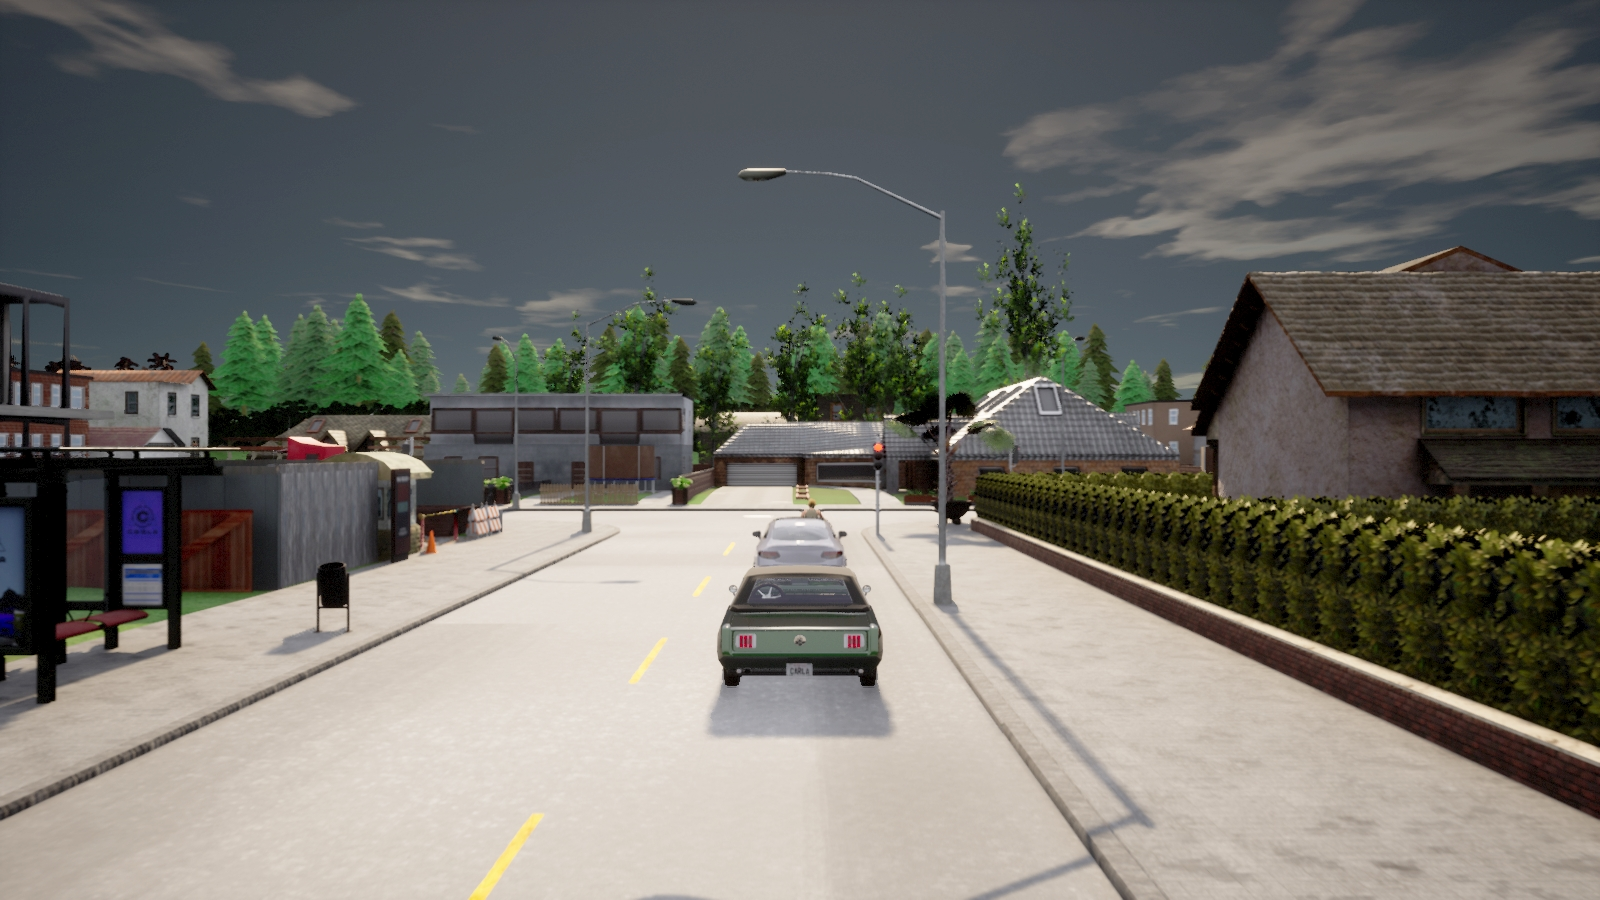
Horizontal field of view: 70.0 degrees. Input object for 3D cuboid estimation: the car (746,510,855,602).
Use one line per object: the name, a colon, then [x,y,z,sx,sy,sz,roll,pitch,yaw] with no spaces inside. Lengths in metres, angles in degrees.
car: [-0.003,2.081,23.350,2.002,1.442,4.674,0,0,0]

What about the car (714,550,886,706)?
car: [-0.001,2.155,14.880,1.895,1.301,4.718,0,0,0]
